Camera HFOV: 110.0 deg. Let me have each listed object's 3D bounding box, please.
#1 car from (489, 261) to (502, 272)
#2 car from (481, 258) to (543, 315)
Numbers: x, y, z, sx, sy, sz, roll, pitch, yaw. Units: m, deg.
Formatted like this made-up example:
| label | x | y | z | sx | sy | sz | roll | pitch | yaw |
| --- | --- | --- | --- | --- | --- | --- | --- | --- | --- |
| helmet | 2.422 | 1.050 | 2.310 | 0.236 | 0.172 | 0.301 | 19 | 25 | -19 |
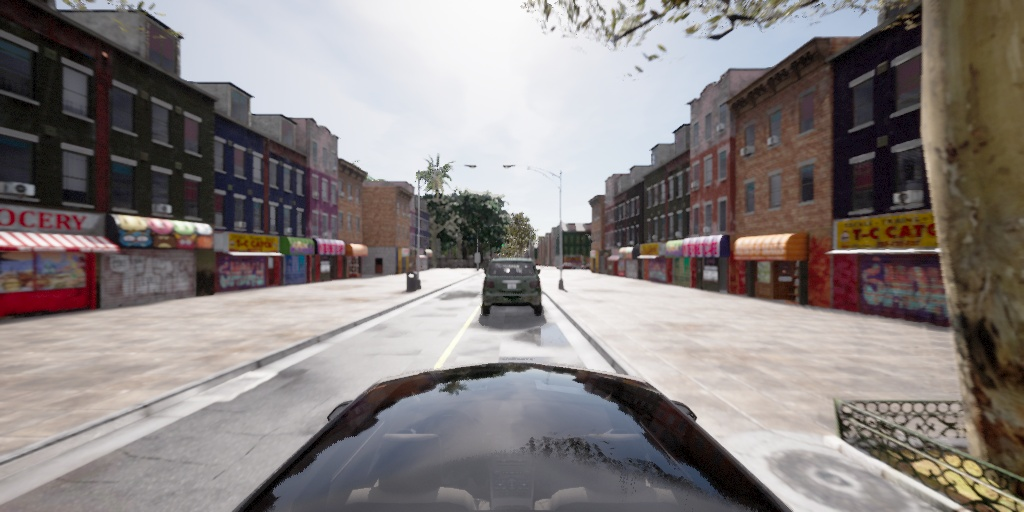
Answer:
| label | x | y | z | sx | sy | sz | roll | pitch | yaw |
| --- | --- | --- | --- | --- | --- | --- | --- | --- | --- |
| car | -2.793 | 1.821 | 61.727 | 2.097 | 1.767 | 4.553 | 0 | -1 | 1 |
| car | 0.012 | 1.101 | 14.411 | 2.150 | 2.045 | 5.566 | 0 | 0 | 0 |
